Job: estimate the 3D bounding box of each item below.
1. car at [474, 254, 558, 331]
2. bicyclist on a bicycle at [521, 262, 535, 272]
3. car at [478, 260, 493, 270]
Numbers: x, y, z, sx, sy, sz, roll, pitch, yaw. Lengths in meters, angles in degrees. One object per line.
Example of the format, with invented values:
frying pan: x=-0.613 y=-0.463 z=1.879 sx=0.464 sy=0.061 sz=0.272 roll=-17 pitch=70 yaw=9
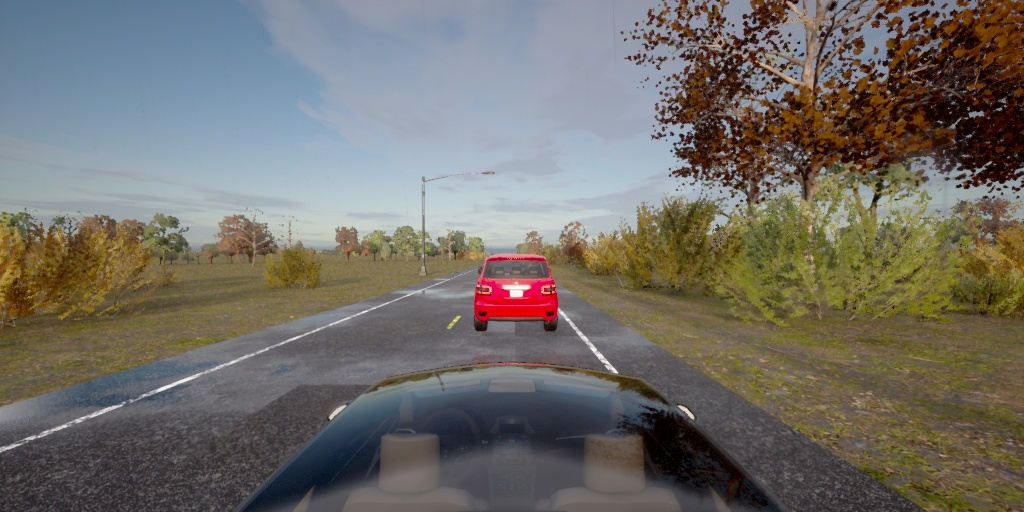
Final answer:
car: x=0.093 y=0.968 z=11.066 sx=2.150 sy=2.045 sz=5.566 roll=0 pitch=0 yaw=0
bicyclist on a bicycle: x=0.945 y=1.114 z=18.772 sx=0.659 sy=1.776 sz=1.843 roll=0 pitch=0 yaw=0
car: x=-3.823 y=1.300 z=52.511 sx=1.994 sy=1.385 sz=4.181 roll=0 pitch=0 yaw=0
